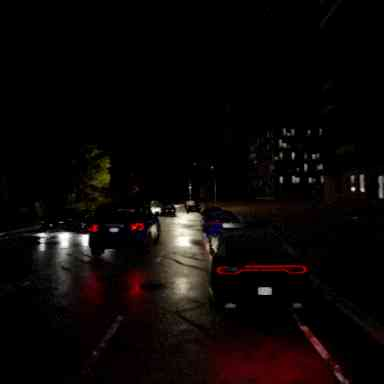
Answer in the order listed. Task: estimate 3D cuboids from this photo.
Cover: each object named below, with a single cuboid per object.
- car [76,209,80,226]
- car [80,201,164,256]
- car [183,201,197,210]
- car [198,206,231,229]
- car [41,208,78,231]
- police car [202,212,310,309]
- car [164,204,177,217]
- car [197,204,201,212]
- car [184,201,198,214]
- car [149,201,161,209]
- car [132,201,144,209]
[{"bbox_3d":[-6.074,1.952,23.419,2.033,1.411,5.357,-1,-1,0],"label":"car"},{"bbox_3d":[-2.704,1.456,14.391,2.150,2.045,5.566,-1,-1,1],"label":"car"},{"bbox_3d":[-0.335,2.331,58.036,2.128,1.511,4.902,-1,-1,-3],"label":"car"},{"bbox_3d":[1.484,1.703,18.243,1.882,1.535,5.008,-1,-1,1],"label":"car"},{"bbox_3d":[-9.333,1.970,24.456,1.837,1.490,4.892,-1,-1,0],"label":"car"},{"bbox_3d":[1.307,1.519,8.262,1.930,1.638,5.238,-1,-1,1],"label":"police car"},{"bbox_3d":[-2.755,2.121,38.379,2.033,1.411,5.357,-1,-1,-1],"label":"car"},{"bbox_3d":[1.516,1.834,24.297,1.812,1.442,4.674,-1,-1,0],"label":"car"},{"bbox_3d":[0.218,2.196,44.995,1.994,1.385,4.181,-1,-1,-1],"label":"car"},{"bbox_3d":[-7.312,2.559,65.612,2.128,1.511,4.902,-1,-1,-3],"label":"car"},{"bbox_3d":[-10.549,2.619,65.356,1.812,1.442,4.674,-1,-1,-3],"label":"car"}]
